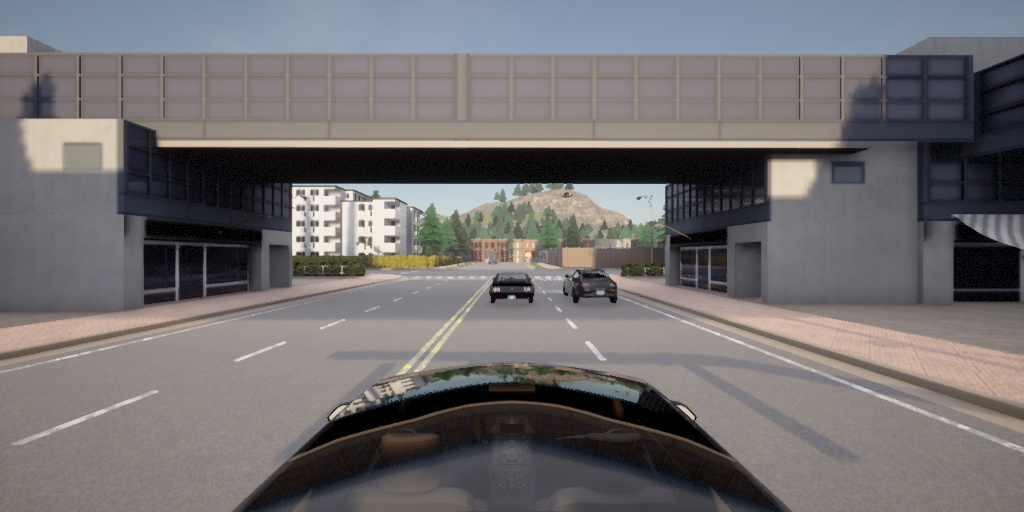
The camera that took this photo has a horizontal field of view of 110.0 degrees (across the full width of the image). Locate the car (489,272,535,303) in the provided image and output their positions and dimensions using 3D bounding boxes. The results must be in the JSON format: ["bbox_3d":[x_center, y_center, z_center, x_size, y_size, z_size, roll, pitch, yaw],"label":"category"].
[{"bbox_3d":[0.000,1.365,16.530,1.895,1.301,4.718,0,0,0],"label":"car"}]

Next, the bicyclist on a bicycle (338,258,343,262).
[{"bbox_3d":[-25.279,1.049,52.850,0.582,1.620,1.656,0,0,0],"label":"bicyclist on a bicycle"}]

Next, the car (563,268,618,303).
[{"bbox_3d":[3.500,1.282,16.500,1.812,1.442,4.674,0,0,0],"label":"car"}]
